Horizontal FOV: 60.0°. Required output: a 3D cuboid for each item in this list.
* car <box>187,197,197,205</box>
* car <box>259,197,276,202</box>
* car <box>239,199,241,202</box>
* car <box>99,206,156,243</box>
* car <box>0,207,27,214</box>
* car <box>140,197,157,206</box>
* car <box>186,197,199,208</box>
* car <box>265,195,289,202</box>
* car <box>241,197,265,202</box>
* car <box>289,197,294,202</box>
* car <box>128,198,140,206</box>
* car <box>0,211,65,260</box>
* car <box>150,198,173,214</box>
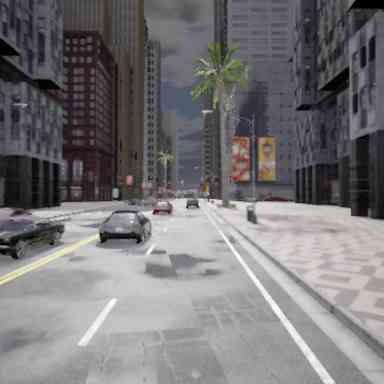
[{"bbox_3d":[0.000,1.821,67.822,2.128,1.511,4.902,0,-1,0],"label":"car"},{"bbox_3d":[20.810,2.106,92.061,4.313,1.339,1.947,0,-1,-1],"label":"car"},{"bbox_3d":[15.170,2.125,91.972,4.313,1.339,1.947,0,-1,-1],"label":"car"},{"bbox_3d":[-3.151,1.593,16.382,1.994,1.385,4.181,0,0,0],"label":"car"},{"bbox_3d":[-9.850,1.559,17.520,1.812,1.442,4.674,0,0,0],"label":"car"},{"bbox_3d":[-6.563,1.553,54.030,2.097,1.767,4.553,0,0,0],"label":"car"},{"bbox_3d":[0.092,1.678,50.584,1.837,1.490,4.892,0,-1,0],"label":"car"},{"bbox_3d":[20.940,1.693,83.543,5.009,1.841,2.192,0,-1,-1],"label":"car"},{"bbox_3d":[15.302,1.980,83.450,4.206,1.307,1.802,0,-1,-1],"label":"car"},{"bbox_3d":[26.578,1.927,83.627,4.313,1.339,1.947,0,-1,-1],"label":"car"},{"bbox_3d":[-9.800,1.793,57.556,1.994,1.385,4.181,0,0,1],"label":"car"},{"bbox_3d":[-6.601,1.622,12.669,1.895,1.301,4.718,0,0,0],"label":"car"},{"bbox_3d":[-3.156,1.664,36.920,1.994,1.385,4.181,0,0,0],"label":"car"}]
